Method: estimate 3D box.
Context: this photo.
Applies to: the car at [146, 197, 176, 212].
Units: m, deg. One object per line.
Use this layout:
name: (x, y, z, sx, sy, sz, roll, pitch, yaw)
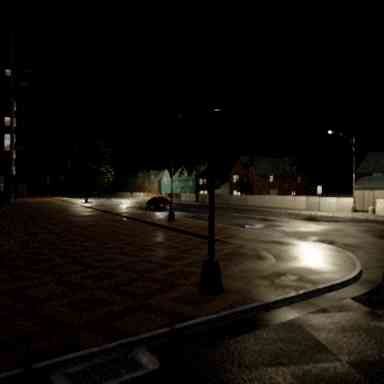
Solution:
car: (-3.313, 1.220, 34.097, 1.812, 1.442, 4.674, 1, 0, -28)
